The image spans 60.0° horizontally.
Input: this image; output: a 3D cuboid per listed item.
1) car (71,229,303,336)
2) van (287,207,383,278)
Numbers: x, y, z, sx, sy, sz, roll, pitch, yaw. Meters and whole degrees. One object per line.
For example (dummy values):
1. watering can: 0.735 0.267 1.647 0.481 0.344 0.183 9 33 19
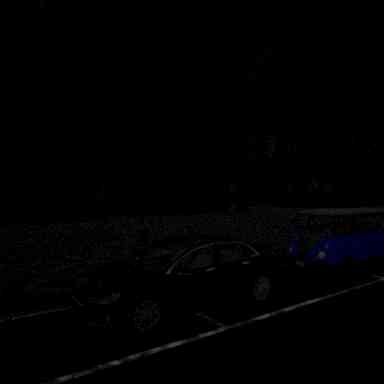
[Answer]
1. car: -0.082 1.560 6.591 4.403 1.369 2.008 0 0 -36
2. van: 4.540 1.364 9.889 3.998 1.788 1.690 0 0 -36
